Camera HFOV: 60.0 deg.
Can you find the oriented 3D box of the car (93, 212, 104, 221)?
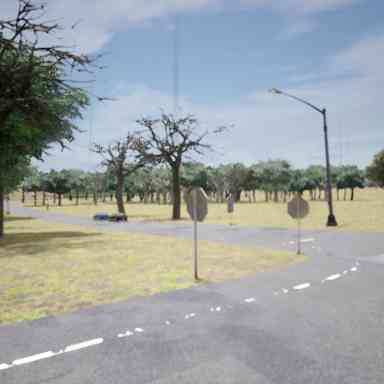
[{"bbox_3d":[-16.688,4.449,60.974,1.882,1.535,5.008,-2,-1,-34],"label":"car"}]

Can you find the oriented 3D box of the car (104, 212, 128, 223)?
[{"bbox_3d":[-12.201,4.124,54.464,1.882,1.535,5.008,-2,-2,-34],"label":"car"}]
